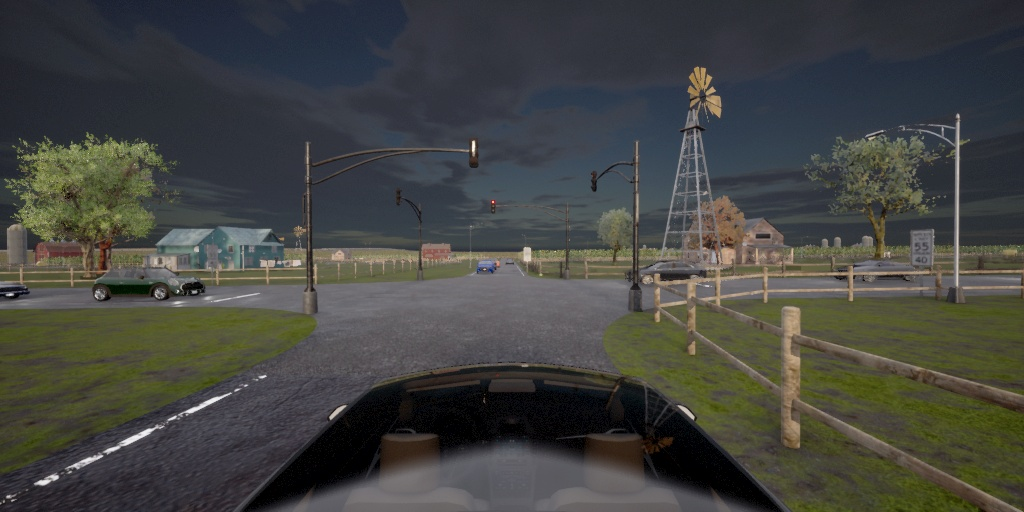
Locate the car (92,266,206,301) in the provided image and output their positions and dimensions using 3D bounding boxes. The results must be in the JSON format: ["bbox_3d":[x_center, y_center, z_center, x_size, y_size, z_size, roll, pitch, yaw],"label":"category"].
[{"bbox_3d":[-19.177,1.372,19.100,4.553,1.767,2.097,-1,1,0],"label":"car"}]

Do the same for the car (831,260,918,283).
[{"bbox_3d":[23.155,0.944,23.003,4.181,1.385,1.994,-1,1,-1],"label":"car"}]

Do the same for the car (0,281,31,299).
[{"bbox_3d":[-29.345,1.706,19.051,5.357,1.411,2.033,-1,1,0],"label":"car"}]

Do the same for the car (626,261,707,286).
[{"bbox_3d":[9.807,1.063,22.939,4.892,1.490,1.837,0,1,0],"label":"car"}]

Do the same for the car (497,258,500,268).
[{"bbox_3d":[-3.120,1.293,51.878,2.033,1.411,5.357,0,0,-1],"label":"car"}]

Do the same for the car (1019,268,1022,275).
[{"bbox_3d":[35.836,0.738,23.050,4.674,1.442,1.812,-1,1,0],"label":"car"}]

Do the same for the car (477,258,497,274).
[{"bbox_3d":[-3.049,1.222,41.974,1.882,1.535,5.008,0,0,-1],"label":"car"}]
